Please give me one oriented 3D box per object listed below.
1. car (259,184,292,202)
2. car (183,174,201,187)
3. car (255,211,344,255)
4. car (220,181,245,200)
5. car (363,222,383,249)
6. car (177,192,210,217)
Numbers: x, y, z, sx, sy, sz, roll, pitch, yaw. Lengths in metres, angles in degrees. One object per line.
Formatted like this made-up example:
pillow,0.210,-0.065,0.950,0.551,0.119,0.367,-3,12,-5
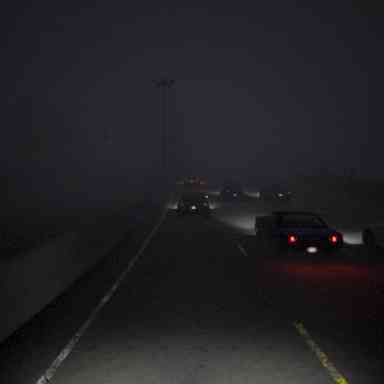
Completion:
car,7.051,-0.027,28.476,1.994,1.385,4.181,0,7,0
car,-0.010,-1.445,39.096,2.163,1.488,4.792,0,7,0
car,3.598,1.333,12.161,1.895,1.301,4.718,0,3,0
car,3.544,-0.220,29.733,1.812,1.442,4.674,0,7,0
car,7.098,1.344,10.125,1.812,1.442,4.674,0,2,0
car,0.083,0.706,21.179,1.994,1.385,4.181,0,5,0
